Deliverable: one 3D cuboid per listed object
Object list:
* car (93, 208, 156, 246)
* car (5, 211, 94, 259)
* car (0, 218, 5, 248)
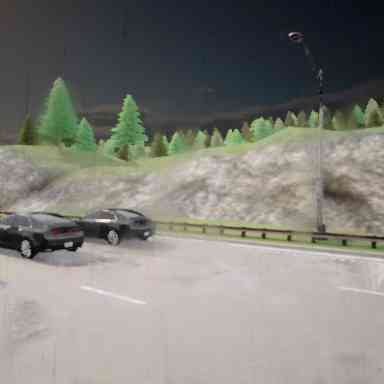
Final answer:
[{"bbox_3d":[-3.866,1.506,15.301,4.892,1.490,1.837,0,0,36],"label":"car"},{"bbox_3d":[-6.117,1.507,12.609,4.892,1.490,1.837,1,0,36],"label":"car"},{"bbox_3d":[-7.646,1.491,9.400,4.902,1.511,2.128,0,0,36],"label":"car"}]
